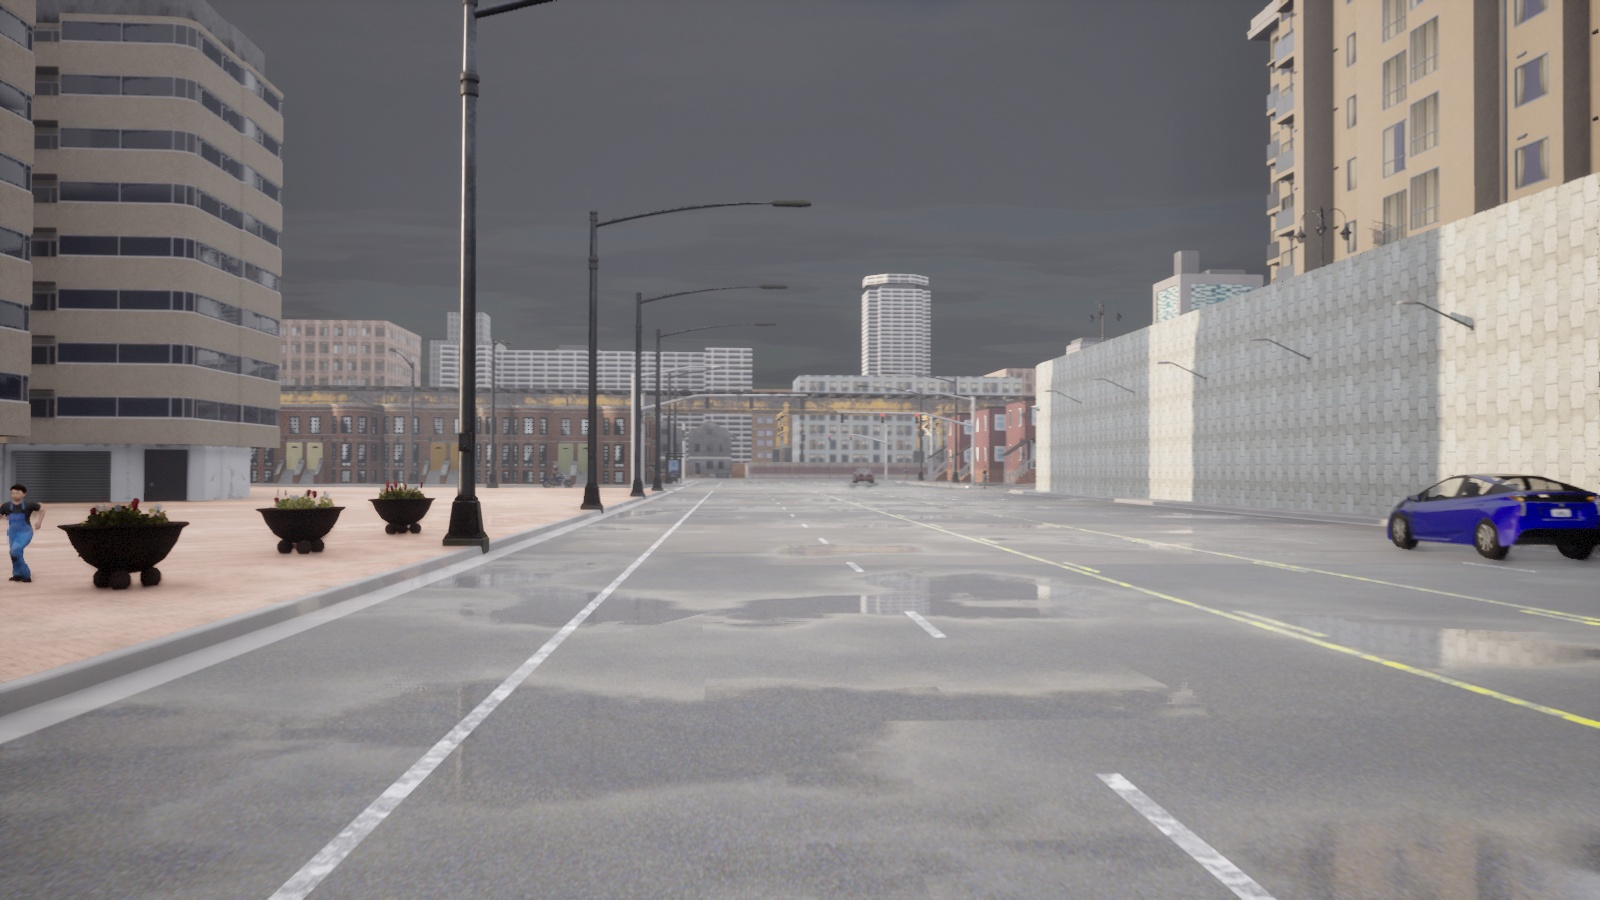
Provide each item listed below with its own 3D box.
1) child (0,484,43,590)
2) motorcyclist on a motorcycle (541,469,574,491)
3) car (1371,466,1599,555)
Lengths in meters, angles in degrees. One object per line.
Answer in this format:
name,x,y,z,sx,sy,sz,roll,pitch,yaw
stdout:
child,-9.447,1.048,15.233,0.270,1.263,0.437,0,-1,-2
motorcyclist on a motorcycle,-18.385,2.283,95.100,2.350,1.649,0.766,0,-1,-3
car,12.944,1.066,23.796,2.007,1.525,4.514,0,-1,-3
